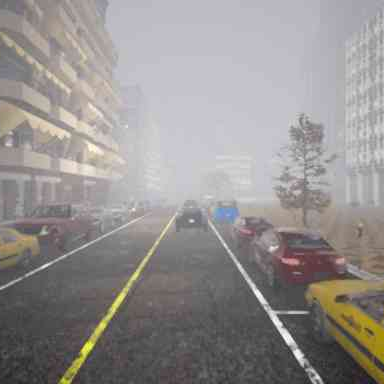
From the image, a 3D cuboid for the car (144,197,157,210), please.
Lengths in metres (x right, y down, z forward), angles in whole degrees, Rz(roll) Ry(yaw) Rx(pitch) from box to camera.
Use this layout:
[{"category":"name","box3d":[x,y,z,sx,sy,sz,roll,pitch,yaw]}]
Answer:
[{"category":"car","box3d":[-5.945,1.708,42.063,1.887,1.381,4.507,-1,0,0]}]

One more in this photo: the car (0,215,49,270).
[{"category":"car","box3d":[-5.738,1.574,8.735,1.752,1.417,4.829,-1,0,0]}]

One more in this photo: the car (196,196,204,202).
[{"category":"car","box3d":[2.159,1.867,86.328,1.887,1.381,4.507,-1,0,0]}]

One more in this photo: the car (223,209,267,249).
[{"category":"car","box3d":[2.606,1.616,14.483,1.802,1.307,4.206,-1,0,0]}]

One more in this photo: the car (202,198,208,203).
[{"category":"car","box3d":[2.469,1.676,36.589,1.947,1.339,4.313,-1,0,0]}]

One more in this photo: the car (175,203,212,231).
[{"category":"car","box3d":[-0.026,1.630,21.110,1.994,1.385,4.181,0,0,0]}]

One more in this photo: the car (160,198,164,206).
[{"category":"car","box3d":[-6.014,1.790,53.116,1.802,1.307,4.206,-1,0,0]}]

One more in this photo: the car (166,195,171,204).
[{"category":"car","box3d":[-6.117,1.844,69.695,1.947,1.339,4.313,-1,0,0]}]

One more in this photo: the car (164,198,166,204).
[{"category":"car","box3d":[-6.048,1.813,58.642,1.802,1.307,4.206,-1,0,0]}]

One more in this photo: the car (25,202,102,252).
[{"category":"car","box3d":[-5.776,1.381,14.432,2.192,1.841,5.009,-1,0,0]}]

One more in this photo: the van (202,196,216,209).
[{"category":"van","box3d":[2.398,1.495,47.644,1.690,1.788,3.998,-1,0,0]}]

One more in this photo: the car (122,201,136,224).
[{"category":"car","box3d":[-5.842,1.653,25.485,2.008,1.369,4.403,-1,0,0]}]

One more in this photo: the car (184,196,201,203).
[{"category":"car","box3d":[-0.153,1.621,42.575,1.882,1.535,5.008,0,0,0]}]

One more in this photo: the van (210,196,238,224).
[{"category":"van","box3d":[2.536,1.412,25.537,1.690,1.788,3.998,-1,0,0]}]

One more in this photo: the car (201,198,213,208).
[{"category":"car","box3d":[2.364,1.702,53.338,1.752,1.417,4.829,-1,0,0]}]

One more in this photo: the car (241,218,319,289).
[{"category":"car","box3d":[2.641,1.599,8.957,1.802,1.307,4.206,-1,0,0]}]

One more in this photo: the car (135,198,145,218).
[{"category":"car","box3d":[-5.877,1.562,31.010,1.967,1.590,4.097,-1,0,0]}]

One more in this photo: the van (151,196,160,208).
[{"category":"van","box3d":[-5.982,1.526,47.591,1.690,1.788,3.998,-1,0,0]}]

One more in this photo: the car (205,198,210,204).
[{"category":"car","box3d":[2.502,1.616,31.232,1.752,1.417,4.829,-1,0,0]}]

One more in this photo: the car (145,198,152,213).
[{"category":"car","box3d":[-5.911,1.708,36.537,1.947,1.339,4.313,-1,0,0]}]

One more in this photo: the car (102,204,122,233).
[{"category":"car","box3d":[-5.807,1.634,19.958,2.008,1.369,4.403,-1,0,0]}]

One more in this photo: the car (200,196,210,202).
[{"category":"car","box3d":[2.433,1.572,42.116,1.967,1.590,4.097,-1,0,0]}]

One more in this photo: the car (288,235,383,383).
[{"category":"car","box3d":[2.674,1.526,3.600,1.752,1.417,4.829,-1,0,0]}]
